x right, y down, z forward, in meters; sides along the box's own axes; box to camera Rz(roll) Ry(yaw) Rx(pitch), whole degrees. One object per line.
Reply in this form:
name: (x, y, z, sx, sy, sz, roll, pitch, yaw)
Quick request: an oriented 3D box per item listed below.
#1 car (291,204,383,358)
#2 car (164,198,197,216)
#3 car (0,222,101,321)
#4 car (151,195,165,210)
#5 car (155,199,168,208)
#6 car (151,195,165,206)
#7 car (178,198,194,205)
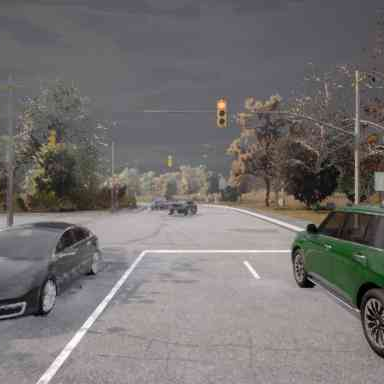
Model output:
car: (3.581, 1.221, 6.105, 2.150, 2.045, 5.566, 0, 0, 0)
car: (-0.816, 1.510, 32.639, 1.837, 1.490, 4.892, 2, 0, 16)
car: (-3.487, 1.505, 7.540, 1.837, 1.490, 4.892, 1, 0, 1)
car: (-4.167, 1.425, 43.060, 2.097, 1.767, 4.553, 0, -1, -3)
car: (-4.960, 1.766, 53.263, 2.033, 1.411, 5.357, 0, -1, -6)
car: (-6.565, 1.672, 64.071, 2.150, 2.045, 5.566, 0, -1, -11)
car: (-1.366, 2.135, 73.156, 2.128, 1.511, 4.902, 0, -1, -16)
